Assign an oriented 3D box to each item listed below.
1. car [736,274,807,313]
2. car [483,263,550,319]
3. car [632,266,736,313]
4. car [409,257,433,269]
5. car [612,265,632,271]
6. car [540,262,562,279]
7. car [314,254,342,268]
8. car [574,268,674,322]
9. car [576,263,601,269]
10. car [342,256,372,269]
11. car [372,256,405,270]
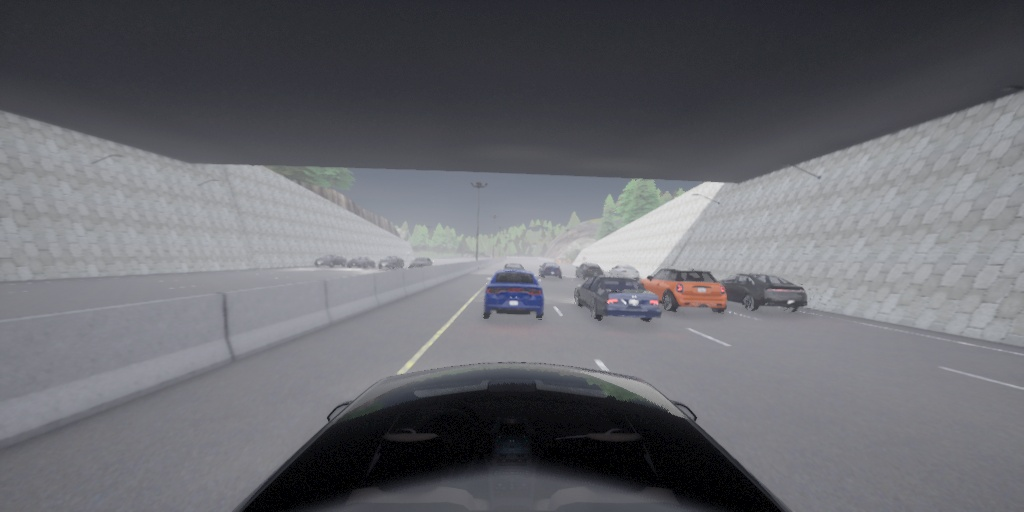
[{"bbox_3d":[10.571,1.538,16.007,2.128,1.511,4.902,2,0,0],"label":"car"},{"bbox_3d":[0.064,1.212,12.884,1.882,1.535,5.008,2,0,0],"label":"car"},{"bbox_3d":[7.074,1.294,15.454,2.097,1.767,4.553,2,0,0],"label":"car"},{"bbox_3d":[-10.436,0.888,41.480,1.837,1.490,4.892,2,0,0],"label":"car"},{"bbox_3d":[10.620,1.546,34.141,1.812,1.442,4.674,2,0,0],"label":"car"},{"bbox_3d":[3.624,1.335,34.196,1.812,1.442,4.674,2,0,0],"label":"car"},{"bbox_3d":[-20.931,0.553,41.517,2.128,1.511,4.902,2,0,0],"label":"car"},{"bbox_3d":[3.561,1.387,12.964,2.033,1.411,5.357,2,0,0],"label":"car"},{"bbox_3d":[7.133,1.421,33.370,1.837,1.490,4.892,2,0,0],"label":"car"},{"bbox_3d":[-17.434,0.731,41.562,1.994,1.385,4.181,2,0,0],"label":"car"},{"bbox_3d":[-13.932,0.764,41.589,2.128,1.511,4.902,2,0,0],"label":"car"}]
